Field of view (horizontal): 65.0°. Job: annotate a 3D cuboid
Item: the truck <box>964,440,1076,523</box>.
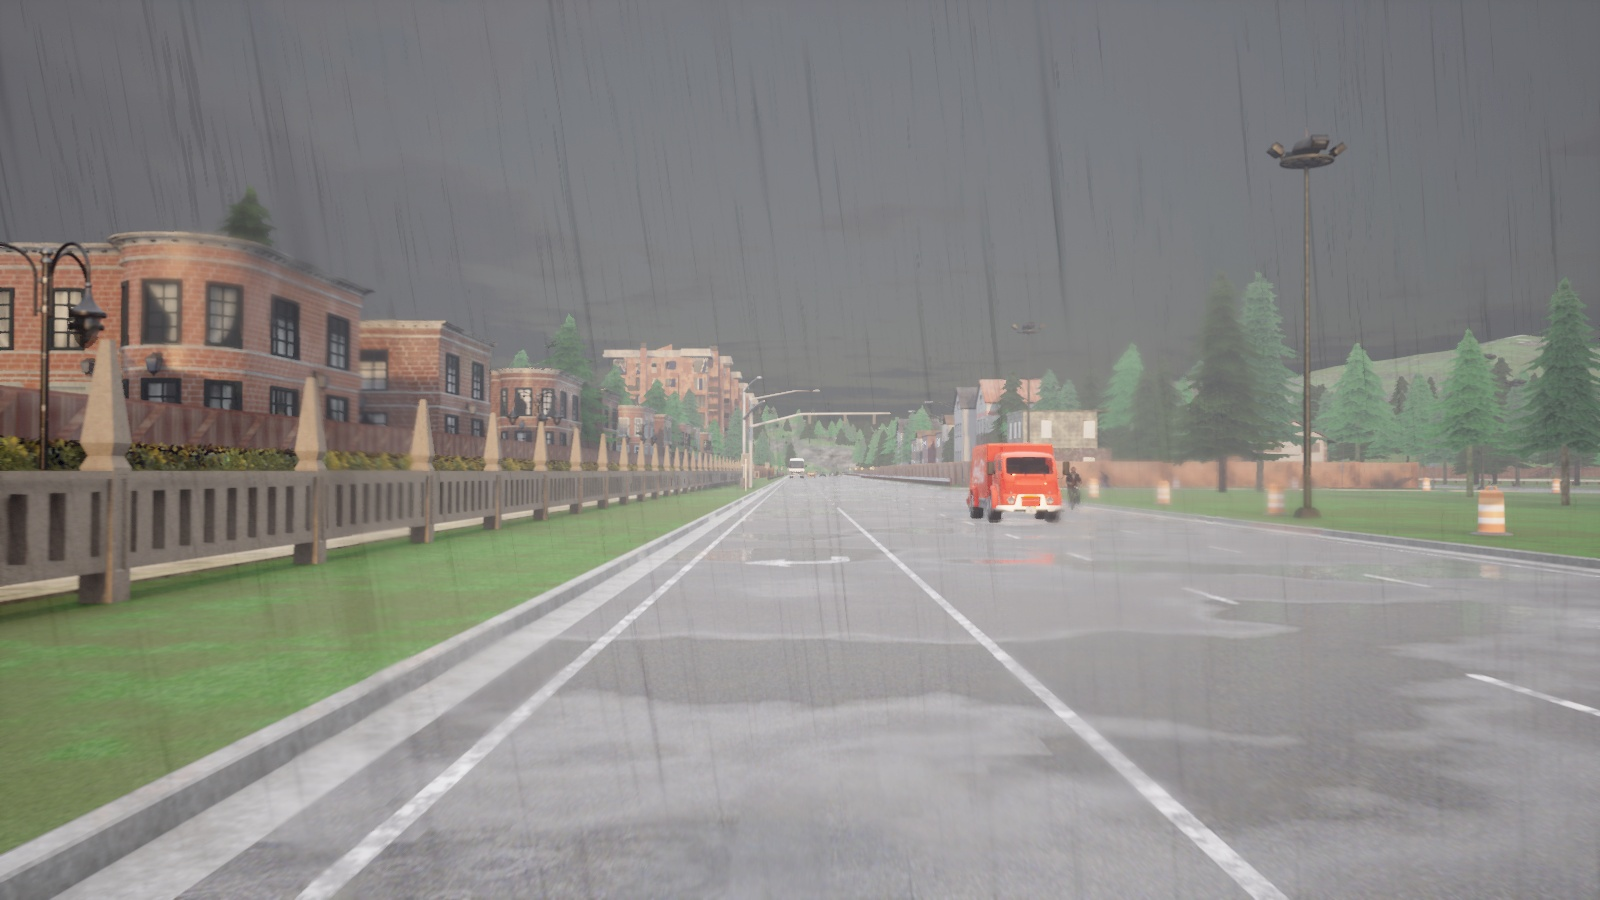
[{"bbox_3d":[6.901,0.971,40.079,2.627,2.467,5.204,0,-1,0],"label":"truck"}]
